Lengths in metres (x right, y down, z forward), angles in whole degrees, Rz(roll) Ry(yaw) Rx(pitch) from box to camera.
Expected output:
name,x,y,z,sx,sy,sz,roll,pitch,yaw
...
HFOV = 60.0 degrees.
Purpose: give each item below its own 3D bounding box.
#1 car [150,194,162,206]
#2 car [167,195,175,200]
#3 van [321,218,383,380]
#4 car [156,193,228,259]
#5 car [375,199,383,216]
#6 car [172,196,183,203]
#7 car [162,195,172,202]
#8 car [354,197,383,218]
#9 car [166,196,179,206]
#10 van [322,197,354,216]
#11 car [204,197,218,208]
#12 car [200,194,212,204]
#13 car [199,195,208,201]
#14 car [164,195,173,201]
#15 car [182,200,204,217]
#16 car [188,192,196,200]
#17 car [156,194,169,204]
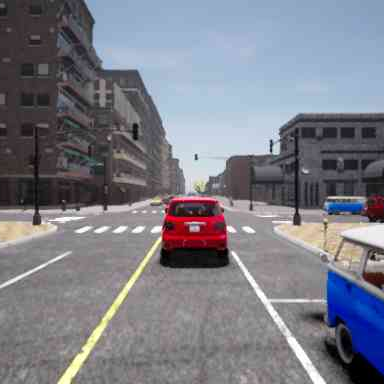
name,x,y,z,sx,sy,sz,roll,pitch,yaw
car,-5.691,1.448,53.276,1.752,1.417,4.829,0,0,0
car,-5.694,1.454,92.221,1.887,1.381,4.507,0,0,0
van,2.661,1.335,3.121,1.690,1.788,3.998,0,0,0
car,0.099,1.196,12.629,2.150,2.045,5.566,0,0,0
car,20.421,1.470,32.406,4.097,1.590,1.967,0,0,0
car,-3.005,1.464,69.113,1.994,1.385,4.181,0,0,0
car,-5.693,1.460,75.603,2.008,1.369,4.403,0,0,0
car,14.921,1.304,24.013,5.009,1.841,2.192,0,0,0
car,-3.067,1.448,53.147,1.812,1.442,4.674,0,0,0
van,14.898,1.353,32.393,3.998,1.788,1.690,0,0,0
car,2.690,1.453,48.078,1.752,1.417,4.829,0,0,0
car,2.690,1.229,64.525,2.192,1.841,5.009,0,0,0
car,2.687,1.459,81.143,2.008,1.369,4.403,0,0,0
car,-5.693,1.434,80.972,1.752,1.417,4.829,0,0,0
car,0.102,1.511,32.595,2.033,1.411,5.357,0,0,0
car,-0.005,1.022,84.747,2.150,2.045,5.566,0,0,0
car,-5.691,1.229,64.524,2.192,1.841,5.009,0,0,0
